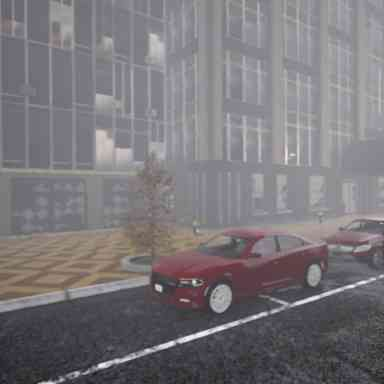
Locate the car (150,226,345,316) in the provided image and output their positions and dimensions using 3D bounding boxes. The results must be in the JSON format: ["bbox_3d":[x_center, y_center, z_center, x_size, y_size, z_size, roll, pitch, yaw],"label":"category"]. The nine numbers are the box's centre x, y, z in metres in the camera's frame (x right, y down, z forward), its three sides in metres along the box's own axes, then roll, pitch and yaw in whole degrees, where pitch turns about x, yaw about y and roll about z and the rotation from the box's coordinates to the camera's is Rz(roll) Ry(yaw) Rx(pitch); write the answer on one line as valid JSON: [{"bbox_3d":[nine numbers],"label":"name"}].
[{"bbox_3d":[1.222,1.510,7.435,4.507,1.381,1.887,0,0,-36],"label":"car"}]

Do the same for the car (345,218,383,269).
[{"bbox_3d":[5.860,1.509,10.746,4.206,1.307,1.802,0,0,-36],"label":"car"}]
